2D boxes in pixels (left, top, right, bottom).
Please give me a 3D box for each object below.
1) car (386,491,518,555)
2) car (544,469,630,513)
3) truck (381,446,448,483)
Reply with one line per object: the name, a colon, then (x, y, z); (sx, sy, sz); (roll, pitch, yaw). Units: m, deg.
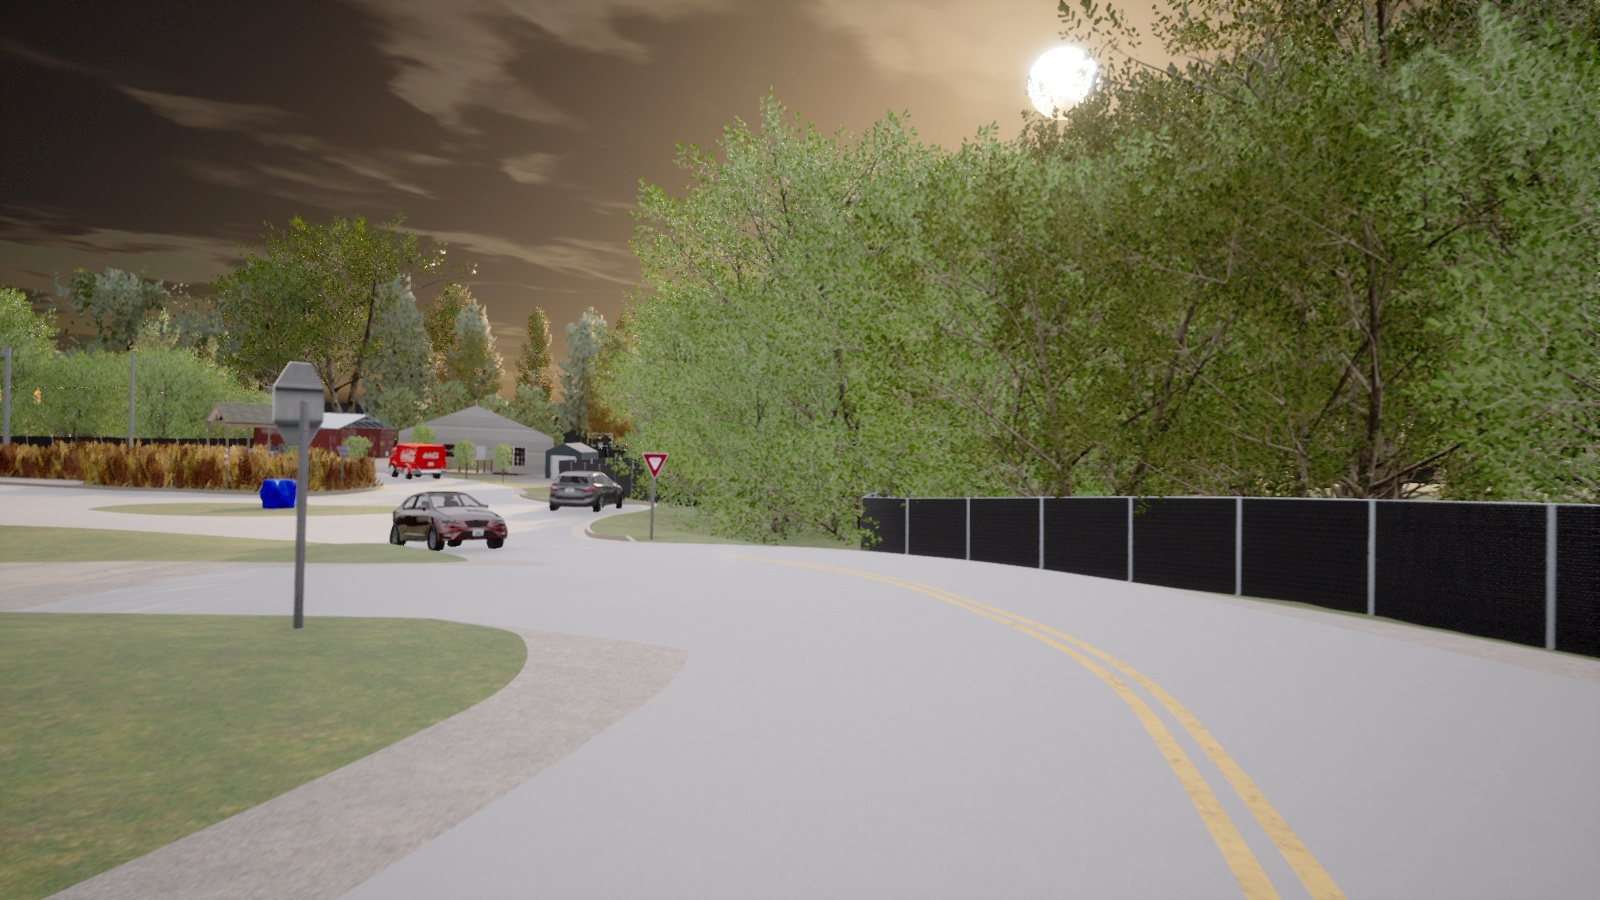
car: (-8.847, 1.835, 31.663); (1.816, 1.474, 4.193); (0, -3, -36)
car: (-9.084, 1.718, 53.900); (2.242, 1.667, 4.611); (1, 0, 9)
truck: (-27.655, 1.002, 89.983); (2.627, 2.467, 5.204); (0, 2, -42)
